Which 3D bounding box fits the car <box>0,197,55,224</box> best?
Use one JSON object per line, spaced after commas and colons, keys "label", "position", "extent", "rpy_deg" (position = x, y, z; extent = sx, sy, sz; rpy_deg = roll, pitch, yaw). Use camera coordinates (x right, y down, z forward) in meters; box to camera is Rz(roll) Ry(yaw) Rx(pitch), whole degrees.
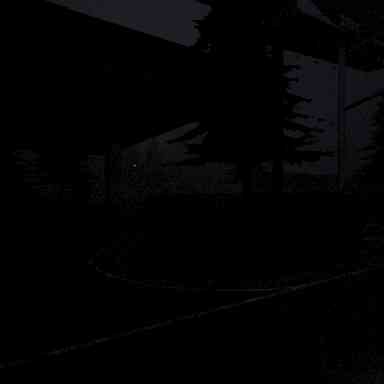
{"label": "car", "position": [-11.923, 1.313, 23.512], "extent": [3.866, 1.878, 1.905], "rpy_deg": [0, 0, -36]}
